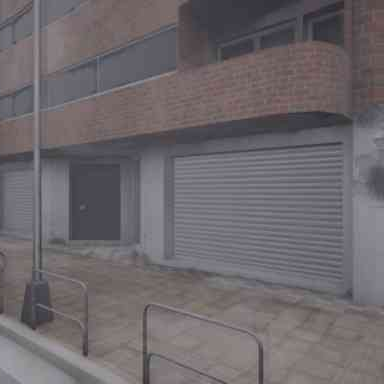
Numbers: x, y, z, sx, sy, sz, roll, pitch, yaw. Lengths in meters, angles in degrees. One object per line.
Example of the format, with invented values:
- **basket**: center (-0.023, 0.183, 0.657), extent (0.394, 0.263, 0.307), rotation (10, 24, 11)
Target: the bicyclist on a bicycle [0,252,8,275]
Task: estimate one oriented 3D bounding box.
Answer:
- **bicyclist on a bicycle**: center (-5.219, 1.334, 7.936), extent (0.582, 1.620, 1.656), rotation (-1, -4, 37)
